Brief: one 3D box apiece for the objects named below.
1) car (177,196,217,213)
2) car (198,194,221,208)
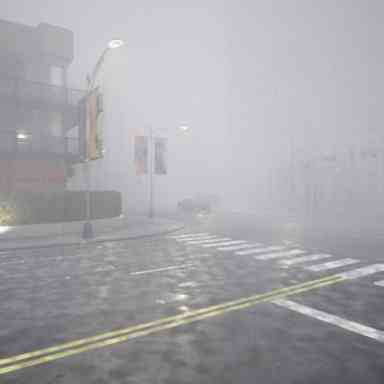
[{"bbox_3d":[0.219,1.488,37.104,1.882,1.535,5.008,0,0,-35],"label":"car"},{"bbox_3d":[1.984,1.236,48.813,2.150,2.045,5.566,0,0,-33],"label":"car"}]
